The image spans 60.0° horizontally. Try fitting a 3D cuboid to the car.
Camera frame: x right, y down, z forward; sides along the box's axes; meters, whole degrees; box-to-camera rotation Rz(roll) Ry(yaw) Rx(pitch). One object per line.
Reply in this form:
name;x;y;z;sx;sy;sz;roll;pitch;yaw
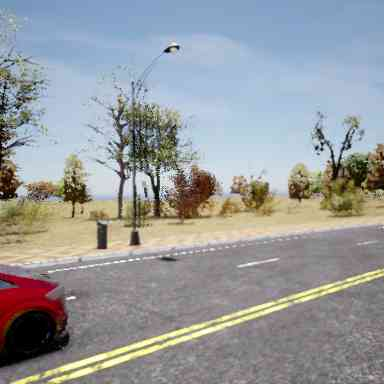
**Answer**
car;-3.973;1.698;4.638;4.181;1.385;1.994;0;-1;-38
